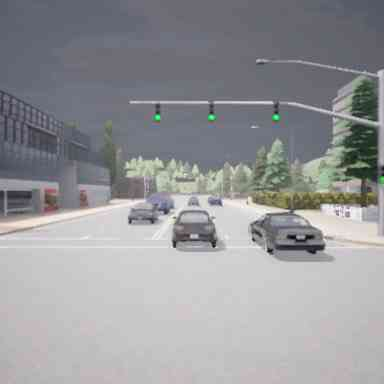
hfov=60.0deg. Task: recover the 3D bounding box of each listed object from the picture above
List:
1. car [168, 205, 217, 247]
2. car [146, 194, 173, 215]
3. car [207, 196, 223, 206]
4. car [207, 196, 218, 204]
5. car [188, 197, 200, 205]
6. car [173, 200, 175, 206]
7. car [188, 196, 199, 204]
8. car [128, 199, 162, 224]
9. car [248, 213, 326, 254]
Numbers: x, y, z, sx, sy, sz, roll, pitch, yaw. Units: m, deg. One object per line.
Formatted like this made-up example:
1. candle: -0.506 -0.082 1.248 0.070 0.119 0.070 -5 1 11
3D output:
1. car: 0.093 1.519 14.931 1.812 1.442 4.674 0 0 0
2. car: -3.456 1.207 34.261 2.150 2.045 5.566 0 0 1
3. car: 3.770 1.454 52.862 1.882 1.535 5.008 0 0 0
4. car: 3.854 1.476 63.003 1.837 1.490 4.892 0 0 0
5. car: 0.269 1.524 52.634 2.033 1.411 5.357 0 0 0
6. car: -3.300 1.486 44.621 1.837 1.490 4.892 0 0 0
7. car: 0.353 1.536 62.968 1.994 1.385 4.181 0 0 0
8. car: -3.541 1.515 24.831 1.812 1.442 4.674 0 0 0
9. car: 3.591 1.541 13.498 2.033 1.411 5.357 0 0 0
